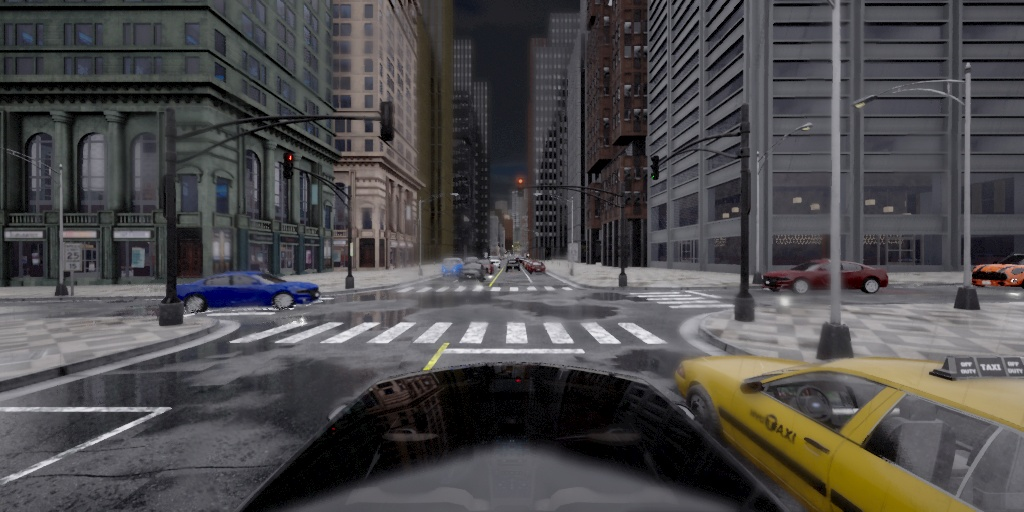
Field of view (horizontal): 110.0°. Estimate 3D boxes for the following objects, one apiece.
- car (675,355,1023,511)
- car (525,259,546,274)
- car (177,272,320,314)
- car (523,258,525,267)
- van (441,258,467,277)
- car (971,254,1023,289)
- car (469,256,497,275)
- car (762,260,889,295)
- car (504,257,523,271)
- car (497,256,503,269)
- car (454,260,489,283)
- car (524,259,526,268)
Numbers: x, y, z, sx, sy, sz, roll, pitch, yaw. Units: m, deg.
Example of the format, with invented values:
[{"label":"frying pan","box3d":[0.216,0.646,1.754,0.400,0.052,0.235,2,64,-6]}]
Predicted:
[{"label":"car","box3d":[2.769,1.275,2.368,1.751,1.417,4.829,0,0,0]},{"label":"car","box3d":[2.819,1.304,40.290,1.888,1.381,4.507,0,0,0]},{"label":"car","box3d":[-10.615,1.388,14.584,5.008,1.535,1.882,-1,0,-8]},{"label":"car","box3d":[2.827,1.312,51.341,1.888,1.381,4.507,0,0,0]},{"label":"van","box3d":[-5.743,1.097,34.792,1.690,1.789,3.998,0,0,0]},{"label":"car","box3d":[24.742,0.657,16.989,4.553,1.767,2.097,-1,0,0]},{"label":"car","box3d":[-3.060,1.110,38.493,2.097,1.767,4.553,0,0,0]},{"label":"car","box3d":[14.707,0.948,17.036,5.008,1.535,1.882,-1,0,2]},{"label":"car","box3d":[0.150,1.270,50.035,1.837,1.490,4.892,0,0,0]},{"label":"car","box3d":[-2.998,0.995,57.625,2.150,2.045,5.566,0,0,1]},{"label":"car","box3d":[-3.064,1.258,28.222,1.837,1.490,4.892,0,0,0]},{"label":"car","box3d":[2.823,1.308,45.816,1.888,1.381,4.507,0,0,0]}]
